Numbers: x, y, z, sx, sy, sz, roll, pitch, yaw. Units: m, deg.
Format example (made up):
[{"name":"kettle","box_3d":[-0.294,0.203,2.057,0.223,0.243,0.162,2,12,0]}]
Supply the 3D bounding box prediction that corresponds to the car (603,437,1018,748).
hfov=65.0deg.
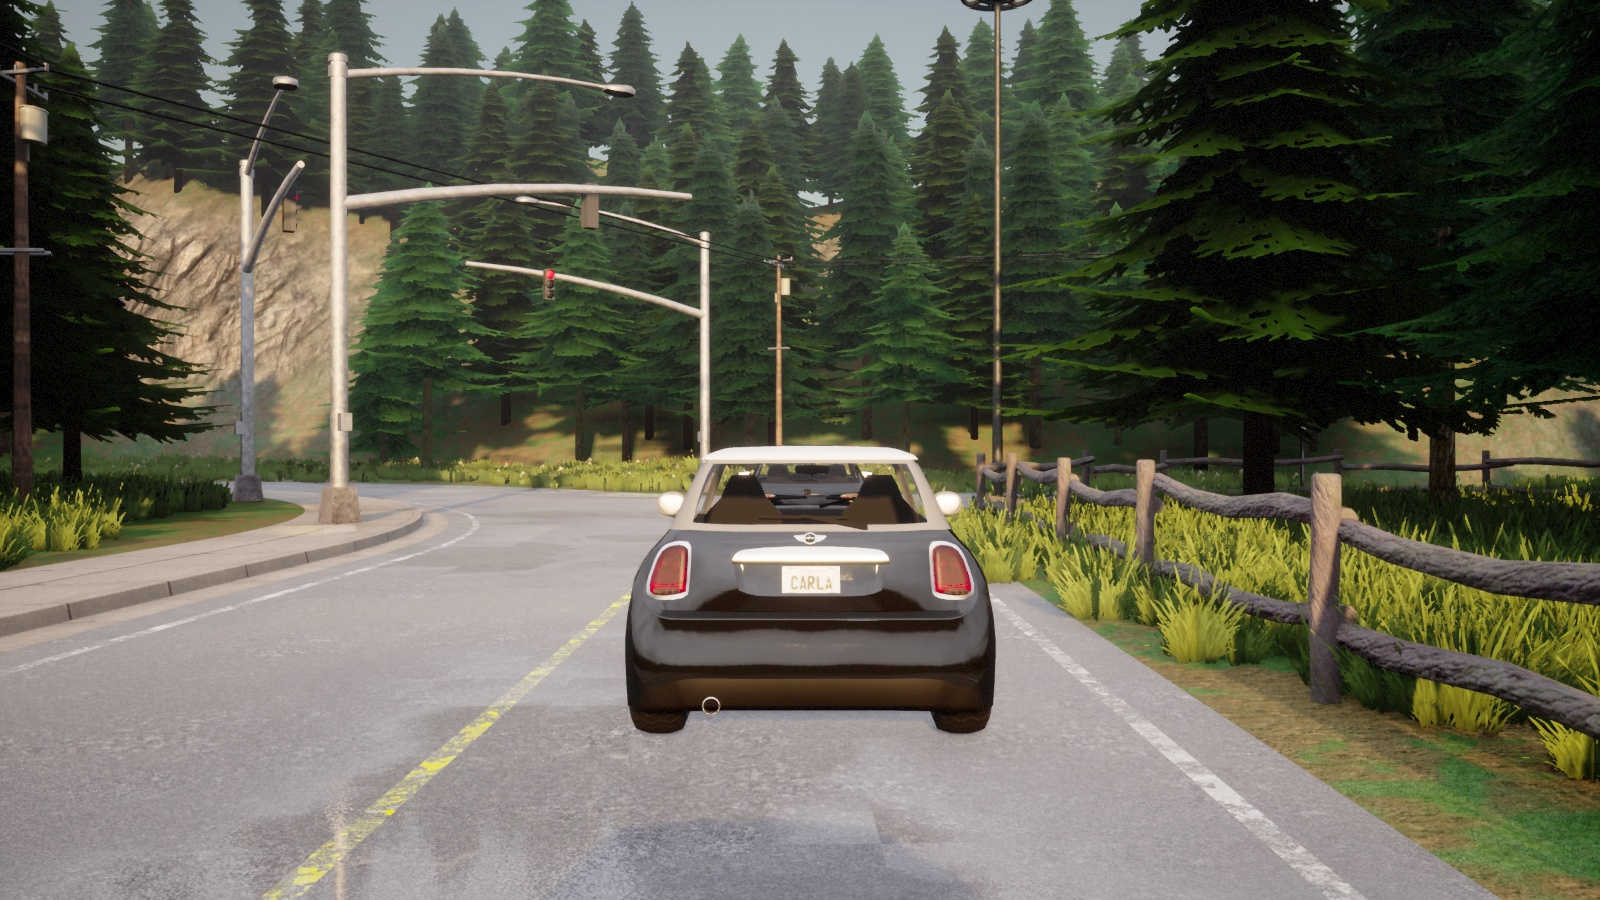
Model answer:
[{"name":"car","box_3d":[0.058,0.668,7.864,1.970,1.475,3.806,0,0,0]}]
